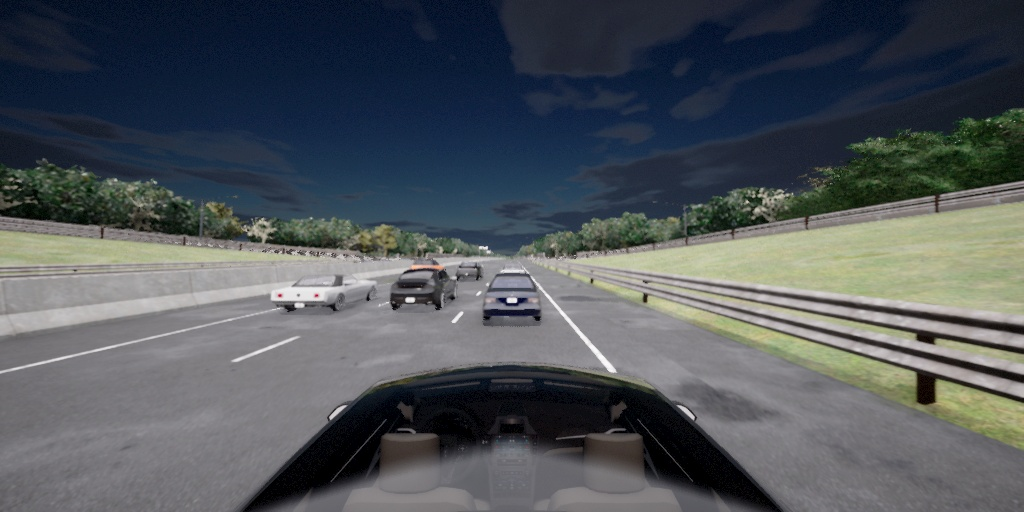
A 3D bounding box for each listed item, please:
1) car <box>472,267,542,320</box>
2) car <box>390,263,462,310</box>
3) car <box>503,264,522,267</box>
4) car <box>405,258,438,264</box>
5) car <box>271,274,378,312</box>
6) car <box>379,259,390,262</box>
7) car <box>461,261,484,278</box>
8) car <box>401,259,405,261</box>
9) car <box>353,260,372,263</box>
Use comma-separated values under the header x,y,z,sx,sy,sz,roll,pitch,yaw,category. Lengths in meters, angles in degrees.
x,y,z,sx,sy,sz,roll,pitch,yaw,category
0.022,1.280,12.478,2.033,1.411,5.357,0,0,1,car
-3.452,1.234,14.655,1.837,1.490,4.892,0,0,1,car
0.076,1.299,28.988,1.895,1.301,4.718,0,0,1,car
-6.917,1.049,29.603,2.097,1.767,4.553,0,0,1,car
-6.959,1.330,14.019,1.895,1.301,4.718,0,0,1,car
-20.884,1.202,59.084,1.994,1.385,4.181,0,0,1,car
-3.415,1.189,29.644,2.128,1.511,4.902,0,0,1,car
-17.391,1.143,59.042,1.837,1.490,4.892,0,0,1,car
-24.372,1.239,59.046,1.895,1.301,4.718,0,0,1,car
